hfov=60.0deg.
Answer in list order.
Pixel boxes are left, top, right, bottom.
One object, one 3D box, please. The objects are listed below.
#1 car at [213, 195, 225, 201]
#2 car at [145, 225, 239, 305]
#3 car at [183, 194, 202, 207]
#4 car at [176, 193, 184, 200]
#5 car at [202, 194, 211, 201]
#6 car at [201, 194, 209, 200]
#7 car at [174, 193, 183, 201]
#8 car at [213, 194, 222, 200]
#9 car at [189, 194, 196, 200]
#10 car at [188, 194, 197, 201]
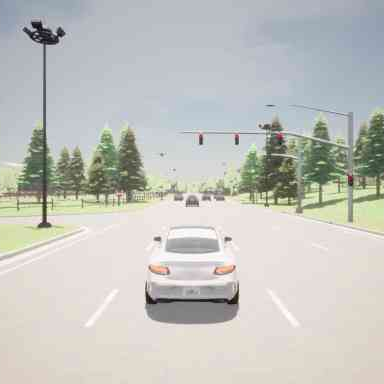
[{"bbox_3d":[7.088,1.517,82.496,2.128,1.511,4.902,0,0,0],"label":"car"},{"bbox_3d":[0.015,1.526,7.987,1.812,1.442,4.674,0,0,0],"label":"car"},{"bbox_3d":[0.055,1.352,51.860,2.097,1.767,4.553,0,0,0],"label":"car"},{"bbox_3d":[-3.401,1.188,92.897,2.097,1.767,4.553,0,0,0],"label":"car"},{"bbox_3d":[3.588,1.348,82.886,2.097,1.767,4.553,0,0,0],"label":"car"},{"bbox_3d":[3.599,1.372,92.919,2.033,1.411,5.357,0,0,0],"label":"car"},{"bbox_3d":[-3.412,1.544,82.890,1.994,1.385,4.181,0,0,0],"label":"car"},{"bbox_3d":[7.099,1.385,92.916,1.994,1.385,4.181,0,0,0],"label":"car"},{"bbox_3d":[0.099,1.332,92.923,1.837,1.490,4.892,0,0,0],"label":"car"},{"bbox_3d":[0.088,1.348,82.890,2.097,1.767,4.553,0,0,0],"label":"car"}]
